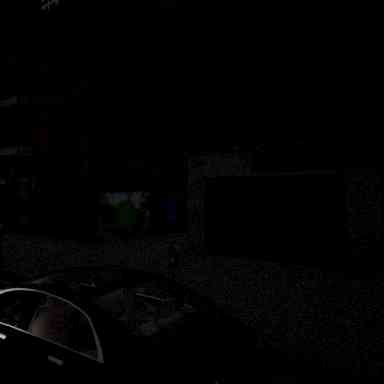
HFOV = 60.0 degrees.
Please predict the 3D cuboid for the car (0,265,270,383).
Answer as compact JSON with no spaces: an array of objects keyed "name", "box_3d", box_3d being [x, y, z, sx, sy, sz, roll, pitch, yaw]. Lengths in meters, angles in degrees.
[{"name":"car","box_3d":[-1.339,1.551,3.803,4.403,1.369,2.008,0,0,36]}]
